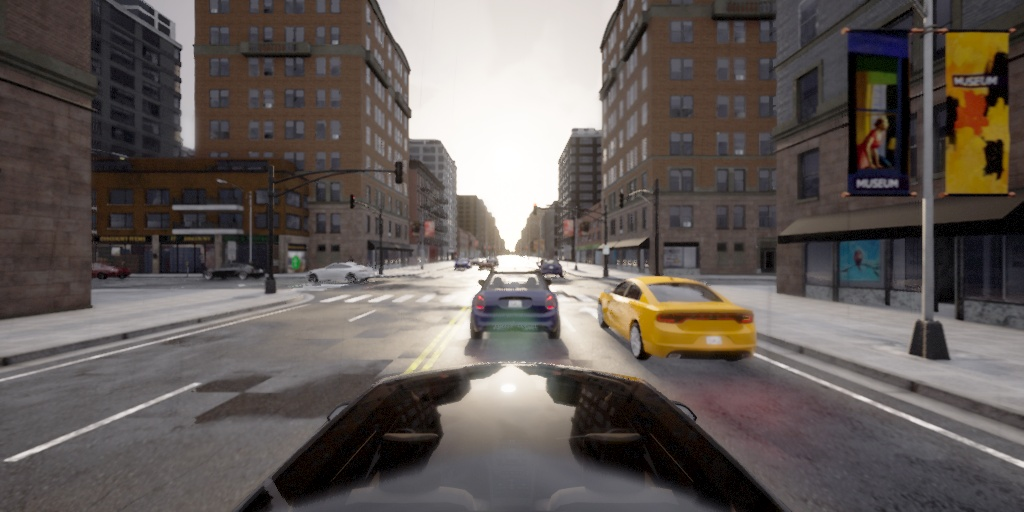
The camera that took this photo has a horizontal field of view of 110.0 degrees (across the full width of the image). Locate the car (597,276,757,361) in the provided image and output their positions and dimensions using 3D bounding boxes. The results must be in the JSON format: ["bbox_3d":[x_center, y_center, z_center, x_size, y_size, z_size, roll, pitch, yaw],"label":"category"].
[{"bbox_3d":[3.316,1.199,8.270,1.882,1.535,5.008,0,0,1],"label":"car"}]

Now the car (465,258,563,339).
[{"bbox_3d":[0.078,1.066,10.070,2.097,1.767,4.553,0,0,0],"label":"car"}]

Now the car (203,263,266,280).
[{"bbox_3d":[-22.166,1.212,28.740,4.313,1.339,1.948,0,0,0],"label":"car"}]

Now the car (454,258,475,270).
[{"bbox_3d":[-6.656,1.020,48.675,1.882,1.535,5.008,0,0,0],"label":"car"}]

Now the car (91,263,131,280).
[{"bbox_3d":[-33.189,1.225,28.779,4.207,1.307,1.802,0,0,0],"label":"car"}]

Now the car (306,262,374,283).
[{"bbox_3d":[-12.396,1.177,25.962,4.674,1.442,1.812,0,0,6],"label":"car"}]

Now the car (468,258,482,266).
[{"bbox_3d":[-6.640,1.034,64.087,1.994,1.385,4.181,0,0,0],"label":"car"}]

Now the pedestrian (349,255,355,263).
[{"bbox_3d":[-14.188,0.789,31.584,0.375,1.860,0.375,0,0,0],"label":"pedestrian"}]

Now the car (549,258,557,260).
[{"bbox_3d":[3.300,0.969,32.406,2.097,1.767,4.553,0,0,0],"label":"car"}]
